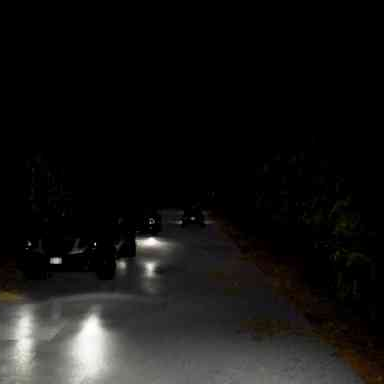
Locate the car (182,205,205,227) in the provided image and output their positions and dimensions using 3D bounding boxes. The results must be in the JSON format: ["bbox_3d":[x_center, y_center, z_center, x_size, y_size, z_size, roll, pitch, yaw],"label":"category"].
[{"bbox_3d":[0.091,2.100,27.692,2.033,1.411,5.357,0,-1,0],"label":"car"}]

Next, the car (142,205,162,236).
[{"bbox_3d":[-3.141,1.763,21.417,2.097,1.767,4.553,0,-1,0],"label":"car"}]

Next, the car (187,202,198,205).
[{"bbox_3d":[0.106,2.135,44.242,2.097,1.767,4.553,0,-1,0],"label":"car"}]

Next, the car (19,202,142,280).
[{"bbox_3d":[-3.187,1.340,10.578,2.150,2.045,5.566,0,-2,0],"label":"car"}]
